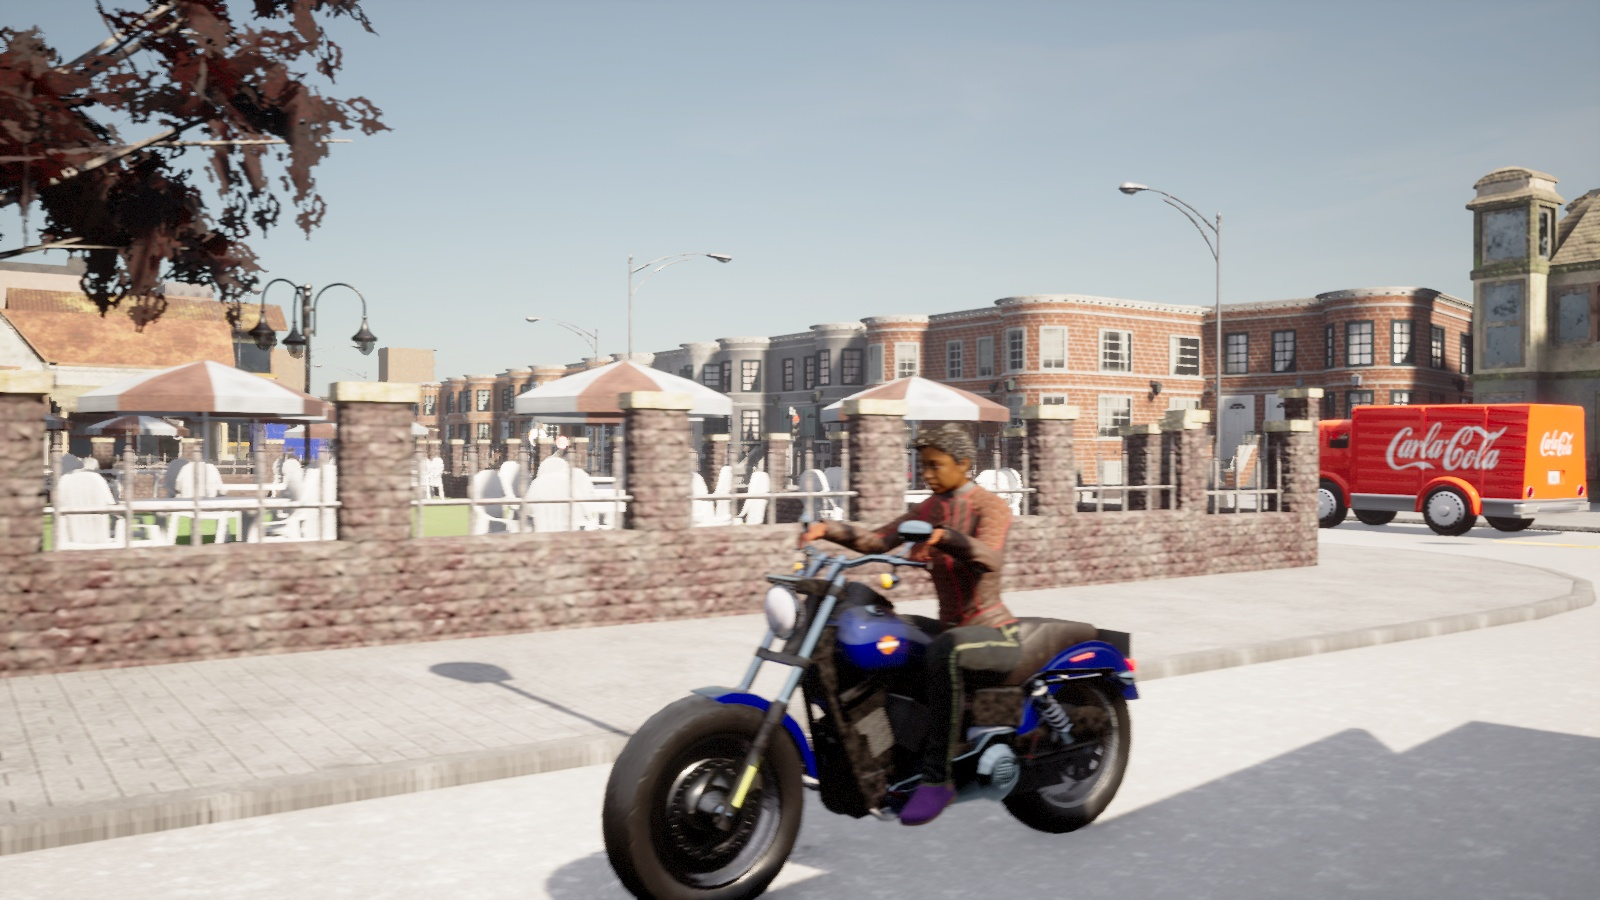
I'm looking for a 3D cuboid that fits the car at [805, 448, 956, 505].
[{"bbox_3d":[2.370,0.764,38.459,2.033,1.649,4.856,0,0,-35],"label":"car"}]

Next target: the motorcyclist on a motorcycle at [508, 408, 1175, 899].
[{"bbox_3d":[0.240,0.706,4.430,2.350,1.649,0.766,0,0,-35],"label":"motorcyclist on a motorcycle"}]

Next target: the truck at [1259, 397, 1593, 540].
[{"bbox_3d":[12.052,0.303,24.561,2.627,2.467,5.204,0,1,-34],"label":"truck"}]

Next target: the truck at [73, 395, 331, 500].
[{"bbox_3d":[-21.159,-0.083,44.658,7.936,3.462,2.891,0,0,-35],"label":"truck"}]
